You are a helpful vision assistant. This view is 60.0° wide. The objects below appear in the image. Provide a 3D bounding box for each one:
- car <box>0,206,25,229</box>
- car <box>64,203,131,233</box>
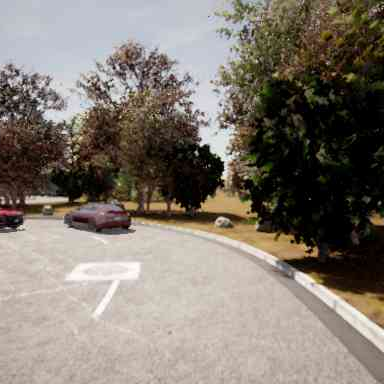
[{"bbox_3d":[-11.069,1.159,17.058,5.008,1.535,1.882,0,0,14],"label":"car"},{"bbox_3d":[-5.047,1.249,17.566,4.181,1.385,1.994,0,0,44],"label":"car"}]
